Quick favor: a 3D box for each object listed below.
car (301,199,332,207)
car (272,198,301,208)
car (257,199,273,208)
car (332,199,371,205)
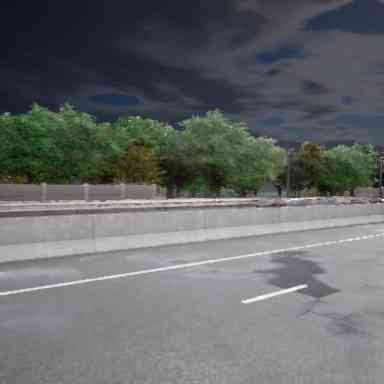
[{"bbox_3d":[14.143,1.520,35.470,4.892,1.490,1.837,0,0,-36],"label":"car"},{"bbox_3d":[12.111,1.583,38.320,5.357,1.411,2.033,0,0,-36],"label":"car"},{"bbox_3d":[10.089,1.533,41.152,4.674,1.442,1.812,0,0,-35],"label":"car"},{"bbox_3d":[16.154,1.494,32.605,4.718,1.301,1.895,0,0,-36],"label":"car"}]
